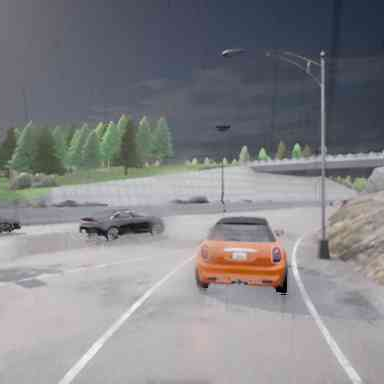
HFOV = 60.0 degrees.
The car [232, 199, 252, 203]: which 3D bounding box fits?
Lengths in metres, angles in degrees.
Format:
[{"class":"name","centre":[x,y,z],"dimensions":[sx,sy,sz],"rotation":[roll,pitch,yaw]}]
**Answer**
[{"class":"car","centre":[11.092,2.296,72.170],"dimensions":[2.033,1.411,5.357],"rotation":[0,-1,41]}]

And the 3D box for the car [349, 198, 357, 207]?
[{"class":"car","centre":[35.811,2.037,73.968],"dimensions":[2.097,1.767,4.553],"rotation":[0,-1,41]}]

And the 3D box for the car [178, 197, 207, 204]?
[{"class":"car","centre":[0.664,1.843,60.267],"dimensions":[2.150,2.045,5.566],"rotation":[0,-1,41]}]

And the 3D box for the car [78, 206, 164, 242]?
[{"class":"car","centre":[-3.580,1.669,17.698],"dimensions":[2.128,1.511,4.902],"rotation":[0,-1,41]}]

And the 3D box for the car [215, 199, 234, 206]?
[{"class":"car","centre":[7.201,2.283,73.025],"dimensions":[1.812,1.442,4.674],"rotation":[0,-1,41]}]

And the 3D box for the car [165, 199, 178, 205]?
[{"class":"car","centre":[-2.966,2.132,61.407],"dimensions":[1.837,1.490,4.892],"rotation":[0,-1,41]}]

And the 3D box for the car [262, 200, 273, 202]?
[{"class":"car","centre":[14.975,2.262,65.973],"dimensions":[1.994,1.385,4.181],"rotation":[0,-1,41]}]

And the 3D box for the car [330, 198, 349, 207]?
[{"class":"car","centre":[29.005,2.193,66.116],"dimensions":[1.882,1.535,5.008],"rotation":[0,-1,41]}]

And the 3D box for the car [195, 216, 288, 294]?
[{"class":"car","centre":[1.485,1.451,9.389],"dimensions":[2.097,1.767,4.553],"rotation":[0,-1,12]}]

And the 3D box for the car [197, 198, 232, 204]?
[{"class":"car","centre":[3.683,2.097,53.074],"dimensions":[2.033,1.411,5.357],"rotation":[0,-1,41]}]

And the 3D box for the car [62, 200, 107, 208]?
[{"class":"car","centre":[-13.717,1.976,43.712],"dimensions":[2.033,1.411,5.357],"rotation":[0,-1,41]}]

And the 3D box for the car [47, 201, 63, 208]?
[{"class":"car","centre":[-17.455,1.951,46.009],"dimensions":[4.892,1.490,1.837],"rotation":[0,0,-40]}]

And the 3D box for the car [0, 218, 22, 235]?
[{"class":"car","centre":[-12.388,1.717,18.226],"dimensions":[2.033,1.411,5.357],"rotation":[0,-1,41]}]
